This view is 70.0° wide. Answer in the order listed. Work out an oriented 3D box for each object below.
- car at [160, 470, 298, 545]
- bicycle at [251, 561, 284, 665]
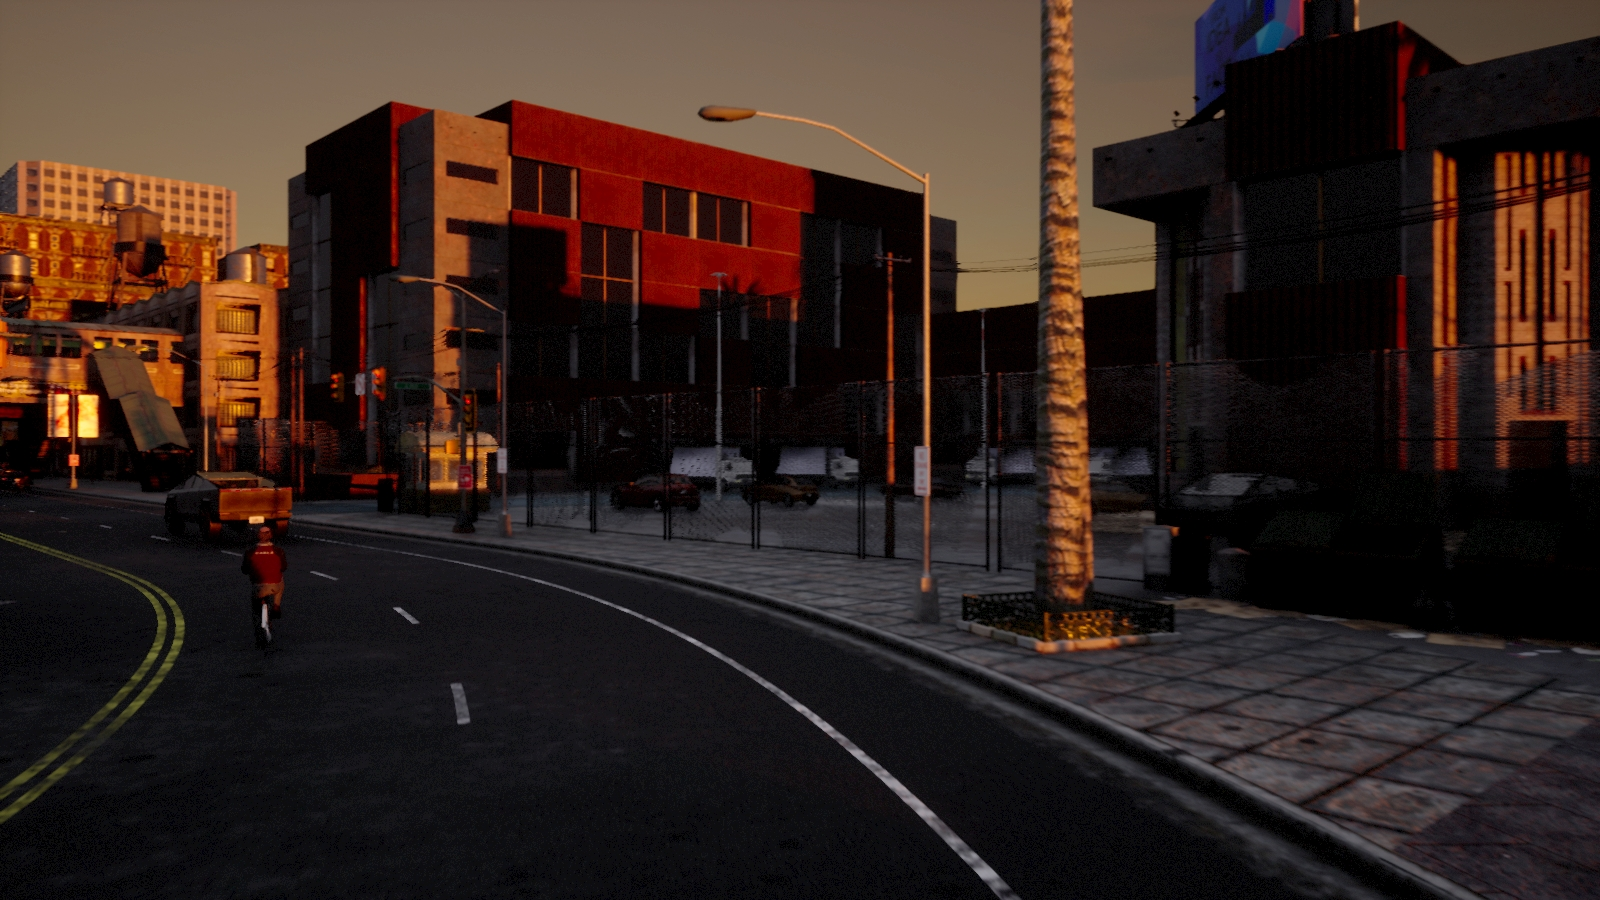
[{"bbox_3d":[-18.569,1.762,36.959,2.390,2.098,6.274,0,0,-42],"label":"car"},{"bbox_3d":[-7.352,2.213,15.797,0.329,1.171,1.835,-1,1,-23],"label":"bicycle"}]
